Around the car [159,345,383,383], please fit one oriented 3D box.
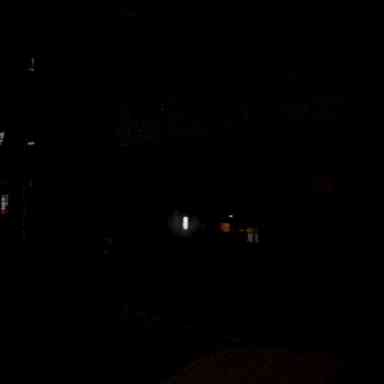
[{"bbox_3d":[1.720,1.520,1.636,4.829,1.417,1.752,-1,0,35],"label":"car"}]
